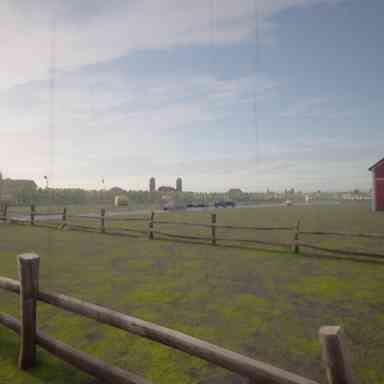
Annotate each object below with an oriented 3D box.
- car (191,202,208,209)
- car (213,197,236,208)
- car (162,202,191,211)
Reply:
[{"bbox_3d":[0.942,2.364,59.277,1.895,1.301,4.718,-1,-1,35],"label":"car"},{"bbox_3d":[6.087,1.991,61.867,2.150,2.045,5.566,-1,-1,35],"label":"car"},{"bbox_3d":[-2.497,2.102,49.526,1.994,1.385,4.181,-1,-1,35],"label":"car"}]
